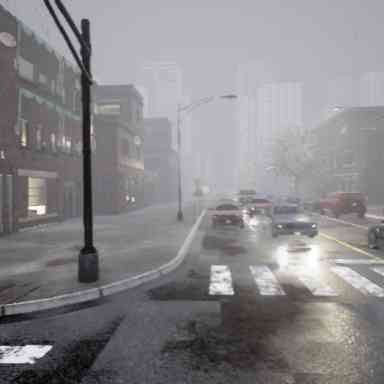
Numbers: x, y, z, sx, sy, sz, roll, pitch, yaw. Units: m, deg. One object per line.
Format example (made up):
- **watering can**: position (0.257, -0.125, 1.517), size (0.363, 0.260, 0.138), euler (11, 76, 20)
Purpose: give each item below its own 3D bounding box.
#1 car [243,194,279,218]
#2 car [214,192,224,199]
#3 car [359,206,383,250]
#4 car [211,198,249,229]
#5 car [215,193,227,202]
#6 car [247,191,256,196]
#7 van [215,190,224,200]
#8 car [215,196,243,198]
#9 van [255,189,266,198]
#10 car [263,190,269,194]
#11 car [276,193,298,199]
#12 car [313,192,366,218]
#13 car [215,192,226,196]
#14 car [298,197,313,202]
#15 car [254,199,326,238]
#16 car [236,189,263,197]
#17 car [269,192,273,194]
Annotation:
- **car**: position (5.195, 1.131, 25.634), size (1.812, 1.442, 4.674), euler (-1, 1, 4)
- **car**: position (5.658, 0.639, 69.026), size (2.008, 1.369, 4.403), euler (-1, 1, 4)
- **car**: position (7.063, 1.342, 10.284), size (1.994, 1.385, 4.181), euler (0, 1, 8)
- **car**: position (2.037, 1.260, 19.437), size (1.887, 1.381, 4.507), euler (0, 1, 4)
- **car**: position (4.481, 0.871, 52.493), size (1.802, 1.307, 4.206), euler (0, 1, 4)
- **car**: position (15.195, 0.379, 84.963), size (1.947, 1.339, 4.313), euler (-1, 1, 4)
- **van**: position (5.263, 0.496, 63.512), size (1.690, 1.788, 3.998), euler (-1, 1, 4)
- **car**: position (2.517, 1.208, 24.938), size (1.947, 1.339, 4.313), euler (0, 1, 4)
- **van**: position (14.014, 0.350, 68.427), size (1.690, 1.788, 3.998), euler (-1, 1, 4)
- **car**: position (13.231, 0.724, 57.407), size (1.802, 1.307, 4.206), euler (-1, 1, 4)
- **car**: position (12.054, 0.914, 40.875), size (1.947, 1.339, 4.313), euler (0, 1, 4)
- **car**: position (10.874, 0.877, 24.339), size (2.192, 1.841, 5.009), euler (0, 1, 4)
- **car**: position (3.290, 1.026, 35.790), size (1.752, 1.417, 4.829), euler (0, 1, 4)
- **car**: position (11.269, 1.056, 29.853), size (1.947, 1.339, 4.313), euler (0, 1, 4)
- **car**: position (4.501, 1.277, 16.216), size (2.033, 1.411, 5.357), euler (-1, 1, 4)
- **car**: position (6.013, 0.689, 36.202), size (2.150, 2.045, 5.566), euler (-1, 1, 4)
- **car**: position (12.446, 0.829, 46.386), size (2.008, 1.369, 4.403), euler (0, 1, 4)
